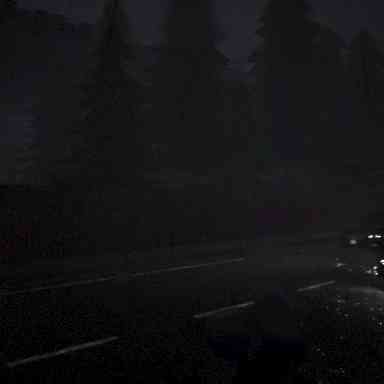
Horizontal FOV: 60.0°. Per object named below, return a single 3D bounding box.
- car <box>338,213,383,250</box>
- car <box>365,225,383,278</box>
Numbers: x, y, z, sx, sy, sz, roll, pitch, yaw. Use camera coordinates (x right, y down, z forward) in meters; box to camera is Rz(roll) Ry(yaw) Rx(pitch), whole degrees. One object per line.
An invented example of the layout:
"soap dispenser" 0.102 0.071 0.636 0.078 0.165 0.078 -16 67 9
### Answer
"car" 8.122 1.645 13.923 4.902 1.511 2.128 1 0 -34
"car" 7.190 1.663 9.098 5.357 1.411 2.033 1 0 -35
